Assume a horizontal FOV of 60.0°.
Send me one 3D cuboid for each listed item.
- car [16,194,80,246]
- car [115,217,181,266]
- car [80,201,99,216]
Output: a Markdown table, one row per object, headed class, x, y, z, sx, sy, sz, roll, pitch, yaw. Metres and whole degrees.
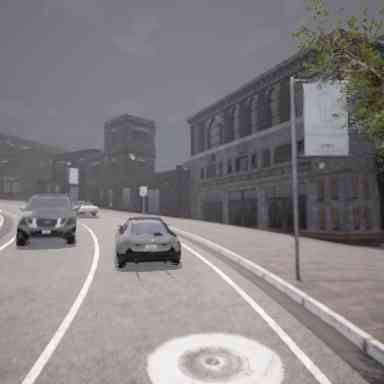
| class | x | y | z | sx | sy | sz | roll | pitch | yaw |
| --- | --- | --- | --- | --- | --- | --- | --- | --- | --- |
| car | -6.455 | 1.132 | 15.224 | 2.150 | 2.045 | 5.566 | 1 | 0 | -20 |
| car | -1.649 | 1.557 | 11.625 | 1.994 | 1.385 | 4.181 | 1 | 0 | -13 |
| car | -10.080 | 1.451 | 29.848 | 1.895 | 1.301 | 4.718 | 3 | -1 | -36 |
